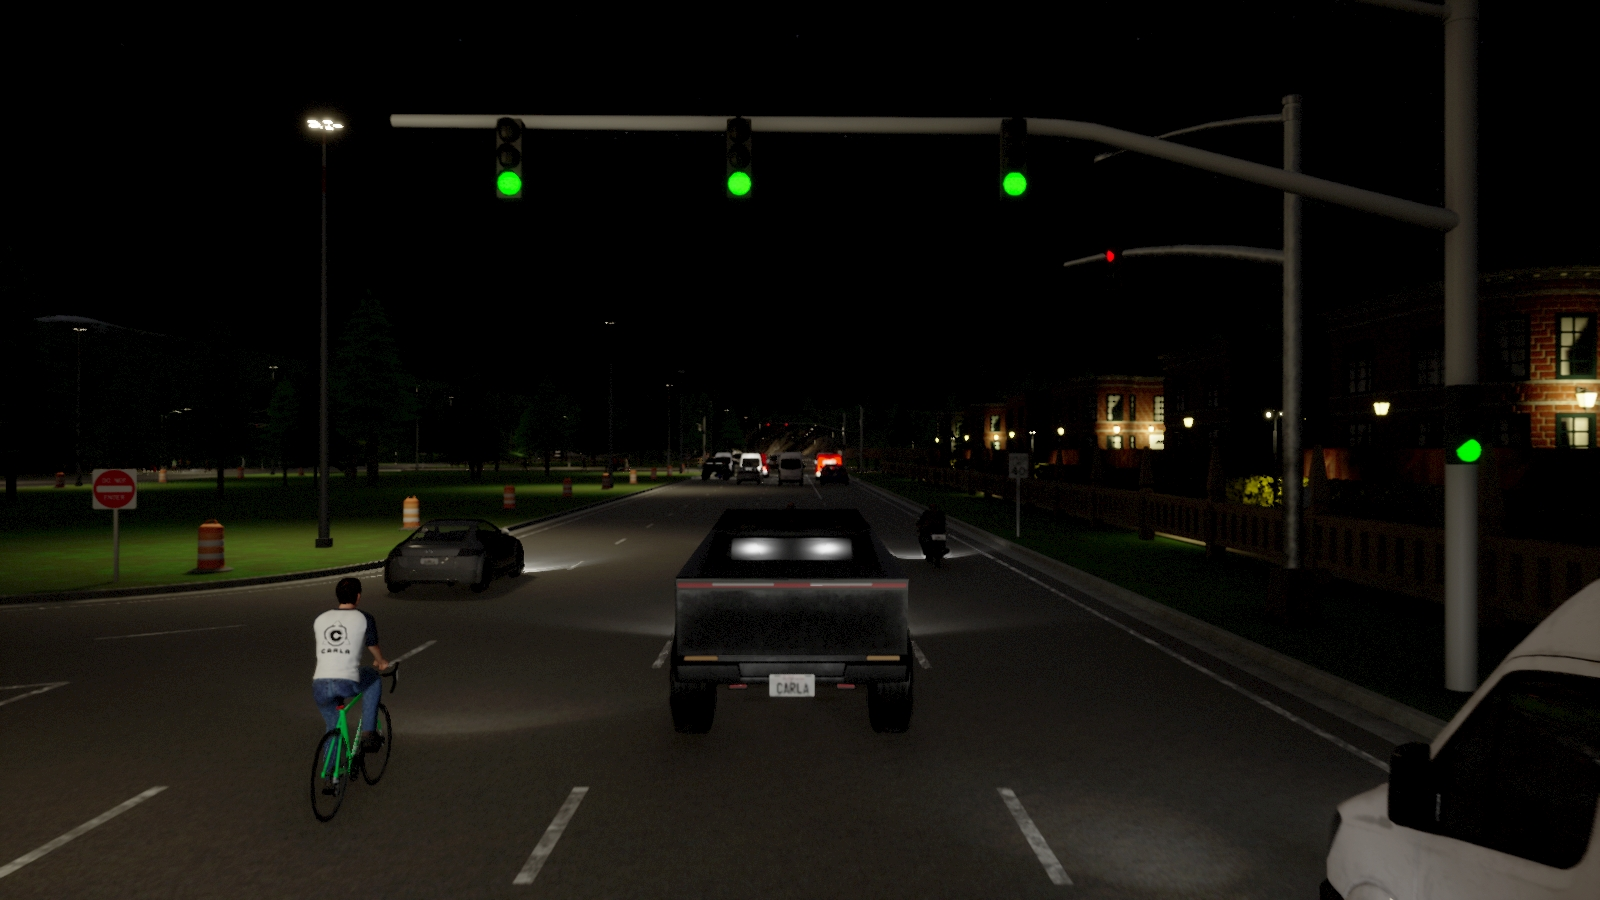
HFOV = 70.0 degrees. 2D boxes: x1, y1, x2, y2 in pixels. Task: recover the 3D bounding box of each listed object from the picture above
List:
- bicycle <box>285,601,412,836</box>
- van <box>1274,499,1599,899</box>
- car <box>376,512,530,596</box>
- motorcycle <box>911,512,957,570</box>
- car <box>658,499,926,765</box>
[{"bbox_3d":[-3.560,2.058,9.124,0.373,1.496,1.643,0,0,0],"label":"bicycle"},{"bbox_3d":[3.467,1.535,2.988,1.988,2.561,5.915,0,0,0],"label":"van"},{"bbox_3d":[-7.184,2.123,24.110,1.994,1.385,4.181,0,0,0],"label":"car"},{"bbox_3d":[3.284,2.210,28.175,0.867,1.251,2.209,0,0,0],"label":"motorcycle"},{"bbox_3d":[-0.095,1.756,13.316,2.390,2.098,6.274,0,0,0],"label":"car"}]
